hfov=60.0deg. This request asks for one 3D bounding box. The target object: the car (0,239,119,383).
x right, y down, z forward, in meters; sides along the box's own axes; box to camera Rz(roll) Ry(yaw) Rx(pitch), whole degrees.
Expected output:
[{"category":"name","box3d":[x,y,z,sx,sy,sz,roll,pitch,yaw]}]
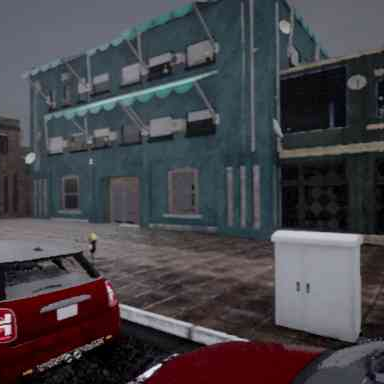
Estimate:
[{"category":"car","box3d":[-3.051,1.442,5.056,4.097,1.590,1.967,0,-1,35]}]

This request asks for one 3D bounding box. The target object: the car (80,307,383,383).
[{"category":"car","box3d":[1.471,1.579,1.840,4.206,1.307,1.802,0,-1,35]}]
